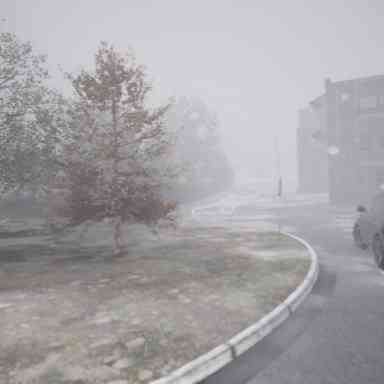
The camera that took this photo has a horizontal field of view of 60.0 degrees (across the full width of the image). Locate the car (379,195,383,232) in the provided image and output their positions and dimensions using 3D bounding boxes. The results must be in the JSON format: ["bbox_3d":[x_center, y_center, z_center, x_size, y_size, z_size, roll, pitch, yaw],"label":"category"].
[{"bbox_3d":[10.211,1.019,14.254,2.097,1.767,4.553,-2,0,6],"label":"car"}]

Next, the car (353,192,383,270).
[{"bbox_3d":[6.468,1.001,10.068,2.150,2.045,5.566,-1,0,18],"label":"car"}]
